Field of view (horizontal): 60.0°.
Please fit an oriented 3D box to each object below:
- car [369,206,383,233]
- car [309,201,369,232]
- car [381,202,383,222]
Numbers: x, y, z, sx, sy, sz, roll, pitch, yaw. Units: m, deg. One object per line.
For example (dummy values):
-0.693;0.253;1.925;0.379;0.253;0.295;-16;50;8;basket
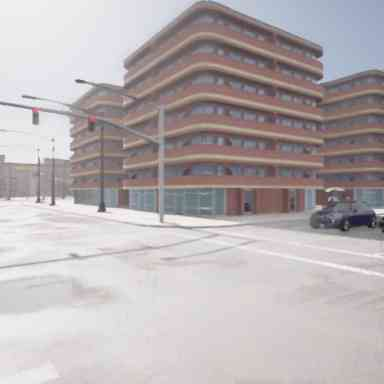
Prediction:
12.029;1.484;17.954;4.902;1.511;2.128;0;0;-35;car
9.223;1.345;20.260;4.553;1.767;2.097;0;0;-35;car
16.871;1.477;25.647;4.902;1.511;2.128;0;0;-35;car
